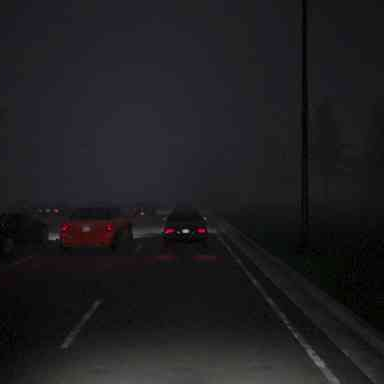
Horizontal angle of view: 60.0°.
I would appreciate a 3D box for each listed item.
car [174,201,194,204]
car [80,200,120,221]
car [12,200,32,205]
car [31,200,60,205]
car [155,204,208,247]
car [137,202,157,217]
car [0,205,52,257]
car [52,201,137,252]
[{"bbox_3d":[-0.709,1.472,29.917,1.994,1.385,4.181,0,0,-1],"label":"car"},{"bbox_3d":[-7.673,1.479,28.280,2.033,1.411,5.357,0,0,-1],"label":"car"},{"bbox_3d":[-14.722,1.436,30.245,2.128,1.511,4.902,0,0,-1],"label":"car"},{"bbox_3d":[-11.173,1.489,28.188,2.033,1.411,5.357,0,0,-1],"label":"car"},{"bbox_3d":[-0.296,1.501,14.842,2.033,1.411,5.357,0,0,-1],"label":"car"},{"bbox_3d":[-4.216,1.518,30.131,1.895,1.301,4.718,0,0,-1],"label":"car"},{"bbox_3d":[-7.256,1.485,12.842,1.837,1.490,4.892,0,1,-1],"label":"car"},{"bbox_3d":[-3.779,1.318,13.894,2.097,1.767,4.553,0,0,-1],"label":"car"}]
